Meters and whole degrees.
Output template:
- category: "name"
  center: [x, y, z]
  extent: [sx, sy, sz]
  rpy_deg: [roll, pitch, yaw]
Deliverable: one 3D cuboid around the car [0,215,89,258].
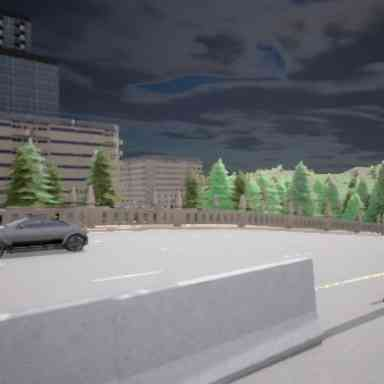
- category: "car"
  center: [-6.087, 1.586, 12.546]
  extent: [4.181, 1.385, 1.994]
  rpy_deg: [1, -1, -35]
